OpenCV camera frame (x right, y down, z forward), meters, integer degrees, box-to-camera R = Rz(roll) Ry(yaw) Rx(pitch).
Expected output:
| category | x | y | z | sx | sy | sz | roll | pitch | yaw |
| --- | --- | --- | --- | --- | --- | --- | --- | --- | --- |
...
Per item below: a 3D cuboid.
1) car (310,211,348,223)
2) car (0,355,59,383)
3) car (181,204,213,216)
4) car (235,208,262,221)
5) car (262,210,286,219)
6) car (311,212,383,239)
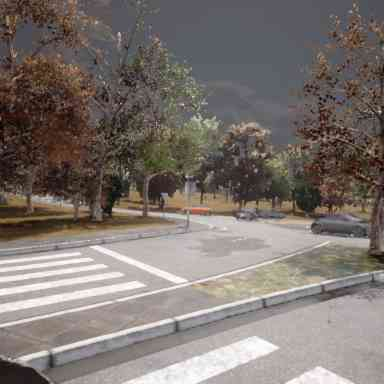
| category | x | y | z | sx | sy | sz | roll | pitch | yaw |
| --- | --- | --- | --- | --- | --- | --- | --- | --- | --- |
| car | 20.848 | 3.833 | 50.839 | 5.008 | 1.535 | 1.882 | 3 | -3 | -5 |
| car | -2.833 | 1.488 | 0.997 | 4.902 | 1.511 | 2.128 | 0 | 0 | -36 |
| car | 0.721 | 2.533 | 48.623 | 4.553 | 1.767 | 2.097 | 3 | -2 | -3 |
| car | 6.426 | 2.601 | 38.959 | 2.128 | 1.511 | 4.902 | 2 | -3 | 22 |
| car | 11.878 | 3.434 | 51.304 | 5.357 | 1.411 | 2.033 | 4 | -2 | -25 |
| car | 9.877 | 2.164 | 21.432 | 1.994 | 1.385 | 4.181 | 5 | -3 | -40 |
